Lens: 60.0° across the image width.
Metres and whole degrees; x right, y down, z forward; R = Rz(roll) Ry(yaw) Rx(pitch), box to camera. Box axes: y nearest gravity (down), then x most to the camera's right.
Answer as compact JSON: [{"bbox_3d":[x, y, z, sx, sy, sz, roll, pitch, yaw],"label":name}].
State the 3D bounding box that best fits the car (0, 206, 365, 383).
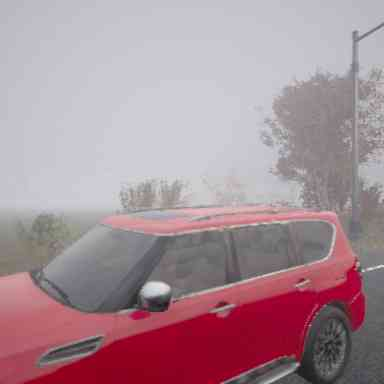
[{"bbox_3d":[-0.241,1.223,3.819,5.566,2.045,2.150,0,0,-35],"label":"car"}]
